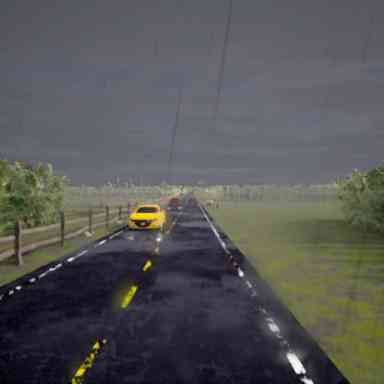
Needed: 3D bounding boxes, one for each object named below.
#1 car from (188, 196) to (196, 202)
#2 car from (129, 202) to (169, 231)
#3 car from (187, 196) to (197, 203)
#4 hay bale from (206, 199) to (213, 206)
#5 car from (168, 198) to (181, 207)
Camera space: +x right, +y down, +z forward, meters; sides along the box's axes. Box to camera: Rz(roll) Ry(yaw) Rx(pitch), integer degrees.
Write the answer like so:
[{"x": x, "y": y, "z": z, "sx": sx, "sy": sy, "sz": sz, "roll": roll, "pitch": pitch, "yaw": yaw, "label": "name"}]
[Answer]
[{"x": 0.007, "y": 1.712, "z": 81.518, "sx": 1.895, "sy": 1.301, "sz": 4.718, "roll": 0, "pitch": 0, "yaw": 0, "label": "car"}, {"x": -2.789, "y": 1.568, "z": 21.565, "sx": 1.882, "sy": 1.535, "sz": 5.008, "roll": 0, "pitch": 0, "yaw": 1, "label": "car"}, {"x": 0.009, "y": 1.636, "z": 69.225, "sx": 1.994, "sy": 1.385, "sz": 4.181, "roll": 0, "pitch": 0, "yaw": 0, "label": "car"}, {"x": 3.136, "y": 1.865, "z": 60.239, "sx": 1.220, "sy": 1.180, "sz": 1.240, "roll": 1, "pitch": 1, "yaw": 0, "label": "hay bale"}, {"x": -2.799, "y": 1.671, "z": 54.570, "sx": 1.882, "sy": 1.535, "sz": 5.008, "roll": 0, "pitch": 0, "yaw": 0, "label": "car"}]
